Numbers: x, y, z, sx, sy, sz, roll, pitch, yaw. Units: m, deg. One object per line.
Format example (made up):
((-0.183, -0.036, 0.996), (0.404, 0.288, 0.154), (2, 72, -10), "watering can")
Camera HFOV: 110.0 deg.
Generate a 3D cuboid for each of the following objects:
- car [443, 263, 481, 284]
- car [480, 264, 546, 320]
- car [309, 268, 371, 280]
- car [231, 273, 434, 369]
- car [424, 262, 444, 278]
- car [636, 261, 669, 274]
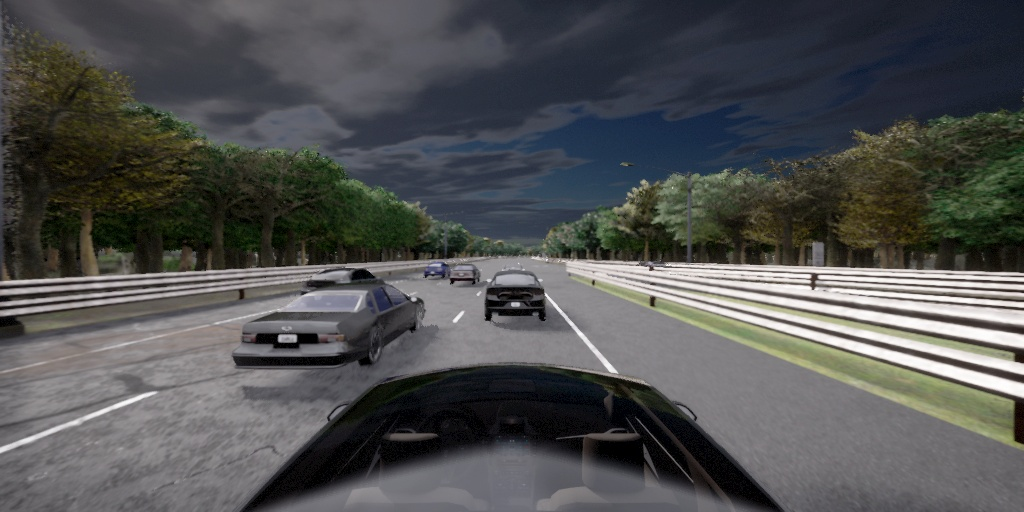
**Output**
((-3.400, 1.296, 26.603), (2.033, 1.411, 5.357), (0, 0, 0), "car")
((0.099, 1.226, 12.673), (1.882, 1.535, 5.008), (0, 0, 0), "car")
((-6.903, 1.255, 15.217), (1.837, 1.490, 4.892), (0, 0, 0), "car")
((-3.394, 1.296, 7.939), (2.033, 1.411, 5.357), (0, 0, 0), "car")
((-6.902, 1.274, 33.430), (1.812, 1.442, 4.674), (0, 0, 0), "car")
((12.417, 1.278, 33.095), (2.033, 1.649, 4.856), (0, 0, -14), "car")
